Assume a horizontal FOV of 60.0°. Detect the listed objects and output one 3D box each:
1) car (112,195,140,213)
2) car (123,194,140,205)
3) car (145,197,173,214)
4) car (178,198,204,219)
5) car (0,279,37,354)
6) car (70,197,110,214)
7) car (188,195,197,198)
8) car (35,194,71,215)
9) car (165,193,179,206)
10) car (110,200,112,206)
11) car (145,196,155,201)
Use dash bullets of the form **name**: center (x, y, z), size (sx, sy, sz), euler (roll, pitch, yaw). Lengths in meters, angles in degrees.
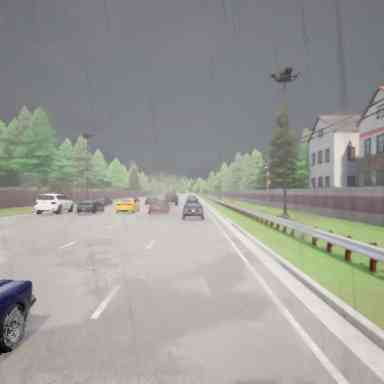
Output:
- **car**: center (-6.903, 1.462, 36.109), size (1.882, 1.535, 5.008), euler (0, 0, 0)
- **car**: center (-10.418, 1.331, 57.248), size (2.097, 1.767, 4.553), euler (0, 0, 0)
- **car**: center (-3.403, 1.549, 35.231), size (1.994, 1.385, 4.181), euler (0, 0, 0)
- **car**: center (0.097, 1.535, 28.936), size (2.033, 1.411, 5.357), euler (0, 0, 0)
- **car**: center (-3.401, 1.599, 3.162), size (1.895, 1.301, 4.718), euler (0, 0, 0)
- **car**: center (-10.404, 1.477, 34.412), size (2.128, 1.511, 4.902), euler (0, 0, 0)
- **car**: center (0.067, 1.329, 52.460), size (2.097, 1.767, 4.553), euler (0, 0, 0)
- **car**: center (-13.903, 1.207, 33.954), size (2.150, 2.045, 5.566), euler (0, 0, 0)
- **car**: center (-3.416, 1.188, 56.181), size (2.150, 2.045, 5.566), euler (0, -1, 0)
- **car**: center (-13.932, 1.526, 52.356), size (2.033, 1.411, 5.357), euler (0, 0, 0)
- **car**: center (-6.916, 1.465, 57.190), size (2.128, 1.511, 4.902), euler (0, 0, 0)
